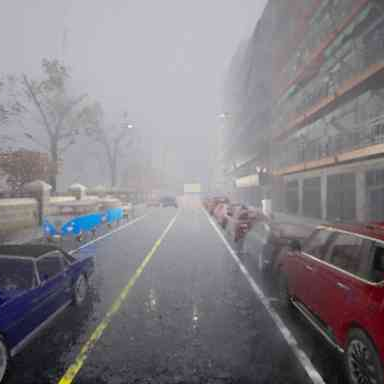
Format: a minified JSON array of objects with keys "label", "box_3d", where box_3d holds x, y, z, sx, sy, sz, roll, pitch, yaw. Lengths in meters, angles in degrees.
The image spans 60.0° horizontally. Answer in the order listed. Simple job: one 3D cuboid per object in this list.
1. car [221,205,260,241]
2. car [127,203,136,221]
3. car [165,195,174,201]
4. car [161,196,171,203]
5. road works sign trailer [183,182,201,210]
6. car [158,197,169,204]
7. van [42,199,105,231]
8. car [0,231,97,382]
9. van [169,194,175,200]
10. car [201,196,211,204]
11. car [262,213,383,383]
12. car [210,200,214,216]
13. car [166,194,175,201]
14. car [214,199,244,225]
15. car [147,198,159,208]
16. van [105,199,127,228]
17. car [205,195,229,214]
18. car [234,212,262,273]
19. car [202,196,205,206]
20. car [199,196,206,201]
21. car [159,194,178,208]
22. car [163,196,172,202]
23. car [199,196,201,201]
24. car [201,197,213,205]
[{"label":"car","box_3d":[2.696,1.546,16.057,1.887,1.381,4.507,0,0,0]},{"label":"car","box_3d":[-5.681,1.559,27.319,2.008,1.369,4.403,0,0,0]},{"label":"car","box_3d":[-5.667,1.524,83.620,1.967,1.590,4.097,0,0,0]},{"label":"car","box_3d":[-5.670,1.643,72.363,1.802,1.307,4.206,0,0,0]},{"label":"road works sign trailer","box_3d":[0.012,0.490,43.660,2.380,3.560,2.880,0,0,0]},{"label":"car","box_3d":[-5.671,1.620,66.733,1.947,1.339,4.313,0,0,0]},{"label":"van","box_3d":[-5.684,1.342,16.060,1.690,1.788,3.998,0,0,0]},{"label":"car","box_3d":[-3.098,1.600,5.228,1.895,1.301,4.718,0,0,0]},{"label":"van","box_3d":[-5.665,1.455,94.882,1.690,1.788,3.998,0,0,0]},{"label":"car","box_3d":[2.709,1.599,66.730,1.887,1.381,4.507,0,0,0]},{"label":"car","box_3d":[2.694,1.315,4.797,2.192,1.841,5.009,0,0,0]},{"label":"car","box_3d":[2.699,1.590,27.318,1.802,1.307,4.206,0,0,0]},{"label":"car","box_3d":[-5.667,1.414,89.251,2.192,1.841,5.009,0,0,0]},{"label":"car","box_3d":[2.698,1.444,21.687,1.967,1.590,4.097,0,0,0]},{"label":"car","box_3d":[-5.675,1.558,49.671,1.752,1.417,4.829,0,0,0]},{"label":"van","box_3d":[-5.682,1.345,21.689,1.690,1.788,3.998,0,0,0]},{"label":"car","box_3d":[2.701,1.329,32.947,2.192,1.841,5.009,0,0,0]},{"label":"car","box_3d":[2.695,1.550,10.428,2.008,1.369,4.403,0,0,0]},{"label":"car","box_3d":[2.703,1.467,44.207,1.967,1.590,4.097,0,0,0]},{"label":"car","box_3d":[2.714,1.681,89.248,1.802,1.307,4.206,0,0,0]},{"label":"car","box_3d":[-3.063,1.383,47.237,2.097,1.767,4.553,0,0,0]},{"label":"car","box_3d":[-5.669,1.615,77.992,1.887,1.381,4.507,0,0,0]},{"label":"car","box_3d":[2.706,1.606,55.469,1.947,1.339,4.313,0,0,0]},{"label":"car","box_3d":[2.707,1.598,61.099,2.008,1.369,4.403,0,0,0]}]
